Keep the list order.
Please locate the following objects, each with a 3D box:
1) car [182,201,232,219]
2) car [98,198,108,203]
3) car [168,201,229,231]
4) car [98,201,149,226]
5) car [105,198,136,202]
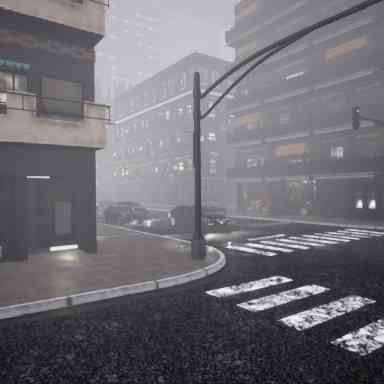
[{"bbox_3d":[1.212,1.513,29.190,2.008,1.369,4.403,-1,1,-36],"label":"car"},{"bbox_3d":[-11.915,1.520,47.249,1.887,1.381,4.507,-1,1,-36],"label":"car"},{"bbox_3d":[0.292,1.534,21.247,1.837,1.490,4.892,-1,1,-36],"label":"car"},{"bbox_3d":[-5.161,1.632,24.557,1.947,1.339,4.313,-1,1,-36],"label":"car"},{"bbox_3d":[-5.578,1.540,29.324,1.837,1.490,4.892,-1,1,-36],"label":"car"}]
